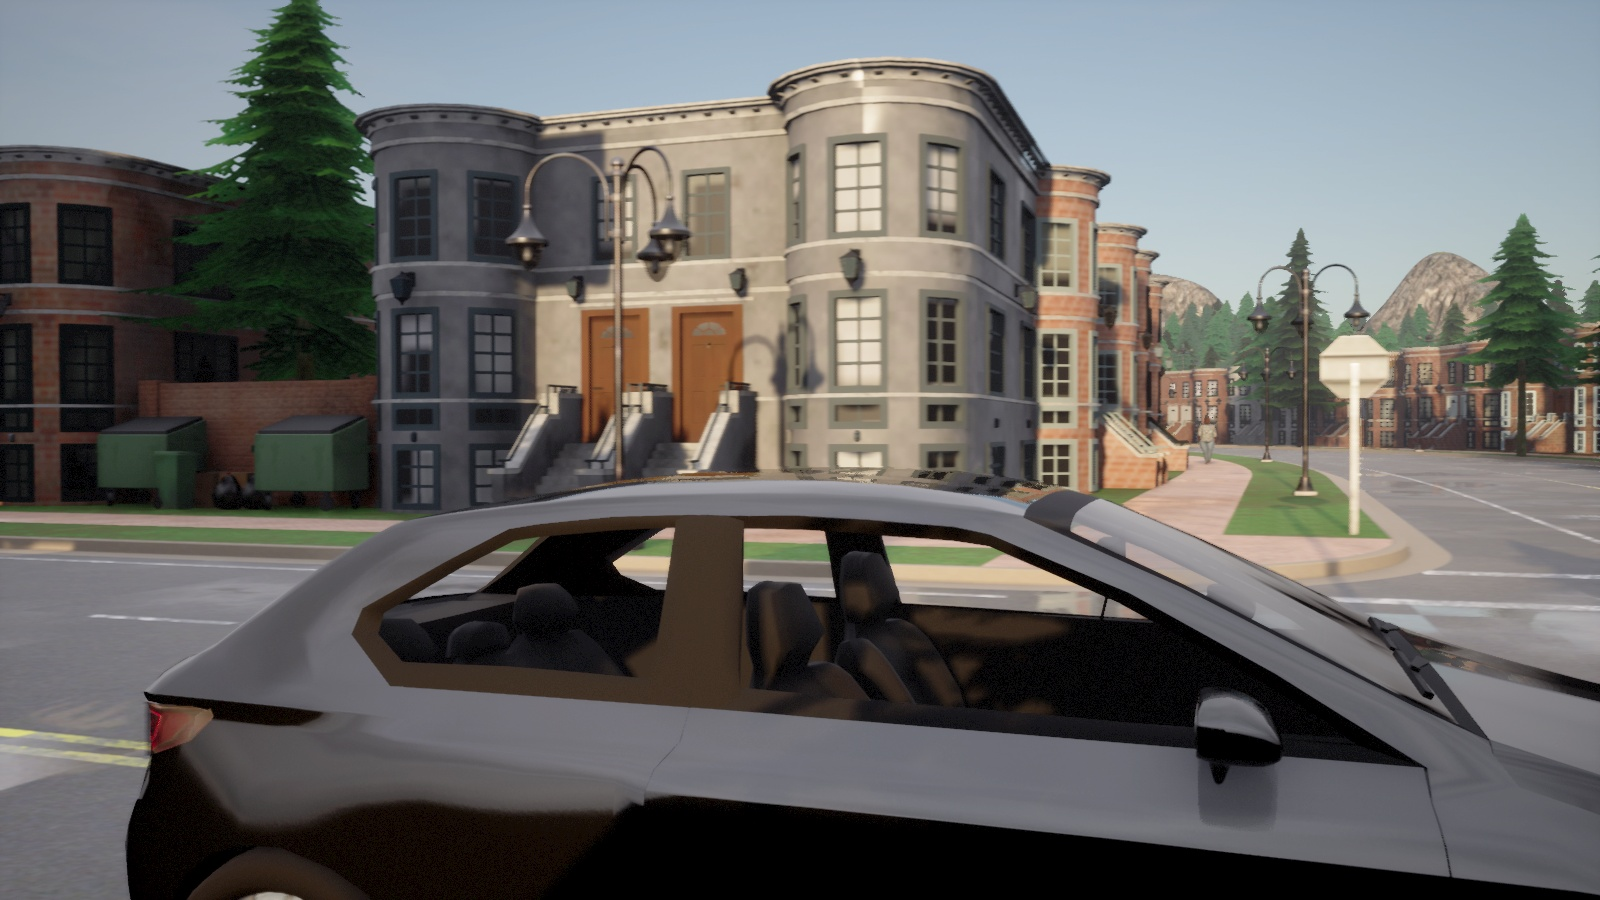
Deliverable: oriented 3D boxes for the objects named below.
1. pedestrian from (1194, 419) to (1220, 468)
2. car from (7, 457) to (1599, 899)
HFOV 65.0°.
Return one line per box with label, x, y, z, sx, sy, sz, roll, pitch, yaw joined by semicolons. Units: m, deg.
pedestrian;15.527;-0.254;47.929;0.874;1.855;0.900;0;1;15
car;0.489;0.793;3.029;4.193;1.474;1.816;1;1;19
